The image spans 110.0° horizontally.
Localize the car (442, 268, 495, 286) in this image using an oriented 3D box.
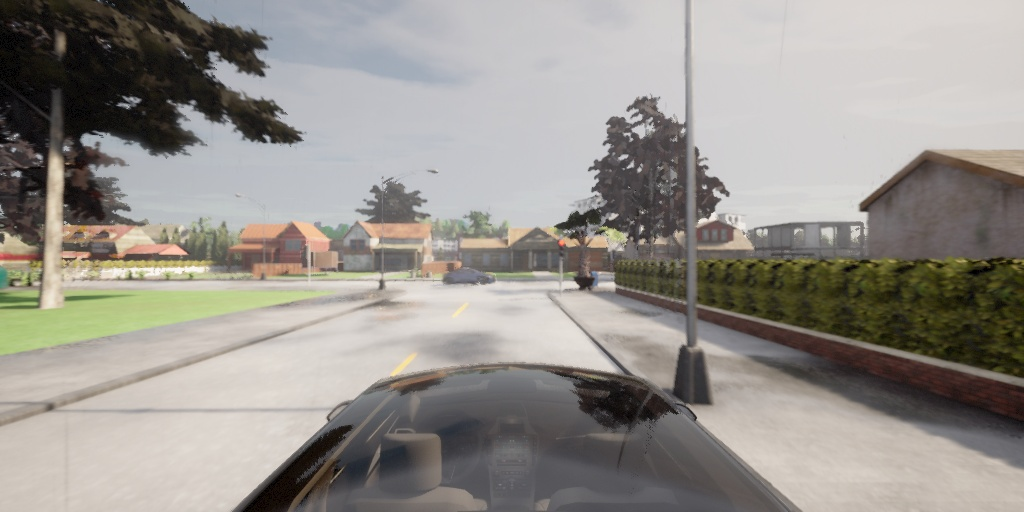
[{"bbox_3d":[-3.416,1.664,28.520,4.181,1.385,1.994,0,-1,0],"label":"car"}]
